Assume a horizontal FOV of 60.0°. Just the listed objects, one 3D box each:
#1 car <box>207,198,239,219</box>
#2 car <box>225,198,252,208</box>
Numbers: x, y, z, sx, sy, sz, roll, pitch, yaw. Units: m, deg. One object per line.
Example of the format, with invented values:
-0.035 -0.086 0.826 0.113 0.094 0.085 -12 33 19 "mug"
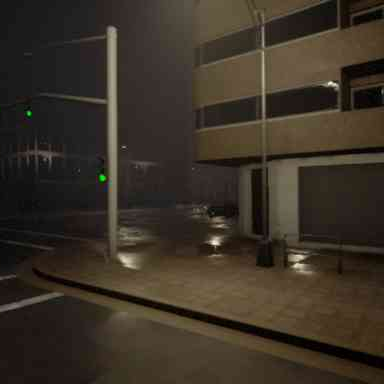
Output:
3.235 1.592 30.005 2.128 1.511 4.902 -1 0 36 "car"
7.677 1.724 53.955 2.033 1.411 5.357 -1 0 37 "car"
